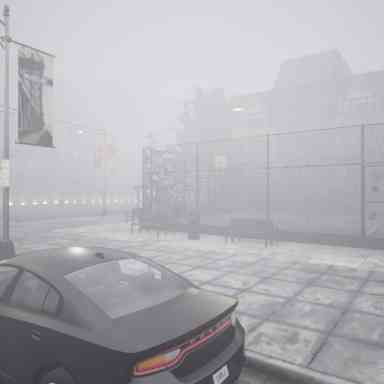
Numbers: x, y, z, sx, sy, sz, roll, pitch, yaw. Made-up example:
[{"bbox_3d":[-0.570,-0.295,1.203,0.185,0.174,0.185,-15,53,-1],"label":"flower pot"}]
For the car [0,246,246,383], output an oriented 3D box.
[{"bbox_3d":[-1.763,1.480,4.390,5.008,1.535,2.097,0,0,35],"label":"car"}]
